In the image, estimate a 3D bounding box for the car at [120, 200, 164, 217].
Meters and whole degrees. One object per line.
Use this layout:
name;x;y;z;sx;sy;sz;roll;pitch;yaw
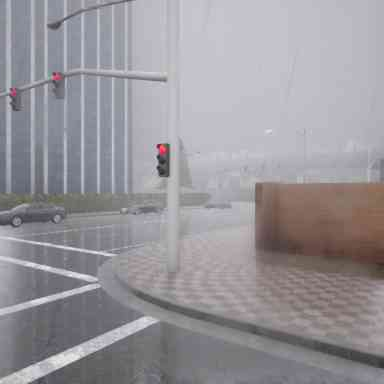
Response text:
car;-4.731;1.490;31.925;2.128;1.511;4.902;0;0;35

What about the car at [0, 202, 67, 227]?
car;-11.085;1.505;22.986;1.837;1.490;4.892;0;0;35

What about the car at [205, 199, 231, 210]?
car;3.393;1.564;43.264;1.994;1.385;4.181;0;0;36
